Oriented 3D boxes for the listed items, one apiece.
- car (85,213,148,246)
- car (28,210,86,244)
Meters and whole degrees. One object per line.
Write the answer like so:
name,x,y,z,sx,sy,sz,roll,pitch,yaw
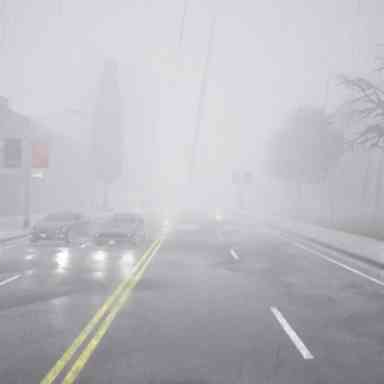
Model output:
car,-3.352,1.746,16.591,2.033,1.411,5.357,0,-1,0
car,-6.600,1.711,17.183,1.837,1.490,4.892,0,-1,0
